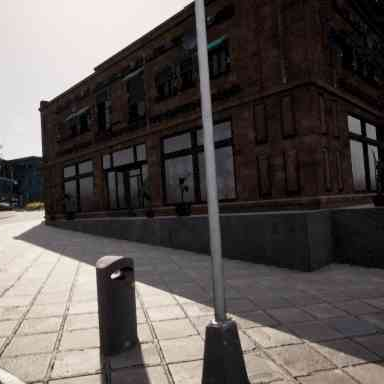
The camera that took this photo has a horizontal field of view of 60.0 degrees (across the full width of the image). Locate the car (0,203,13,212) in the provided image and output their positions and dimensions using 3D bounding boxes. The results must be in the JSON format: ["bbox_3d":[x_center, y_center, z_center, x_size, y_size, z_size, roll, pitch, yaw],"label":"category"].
[{"bbox_3d":[-30.809,2.600,53.263,4.892,1.490,1.837,-4,-3,28],"label":"car"}]
